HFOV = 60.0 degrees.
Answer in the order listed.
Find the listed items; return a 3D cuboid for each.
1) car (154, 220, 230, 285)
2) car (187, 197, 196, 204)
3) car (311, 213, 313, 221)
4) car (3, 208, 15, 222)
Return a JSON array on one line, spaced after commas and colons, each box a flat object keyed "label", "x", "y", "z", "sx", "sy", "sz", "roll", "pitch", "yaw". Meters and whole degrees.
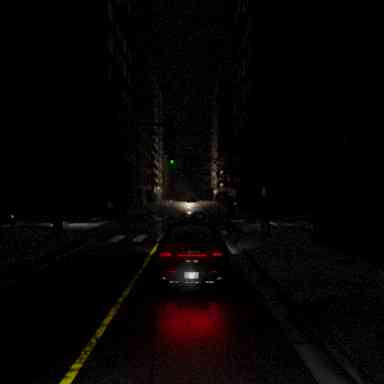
[{"label": "car", "x": 0.014, "y": 1.566, "z": 9.687, "sx": 1.837, "sy": 1.490, "sz": 4.892, "roll": 0, "pitch": 0, "yaw": 1}, {"label": "car", "x": -0.057, "y": 1.968, "z": 82.084, "sx": 2.097, "sy": 1.767, "sz": 4.553, "roll": 0, "pitch": 0, "yaw": 0}, {"label": "car", "x": 12.338, "y": 1.880, "z": 27.169, "sx": 5.008, "sy": 1.535, "sz": 1.882, "roll": 1, "pitch": 0, "yaw": 0}, {"label": "car", "x": -15.234, "y": 1.450, "z": 23.749, "sx": 4.902, "sy": 1.511, "sz": 2.128, "roll": 1, "pitch": 0, "yaw": 1}]
